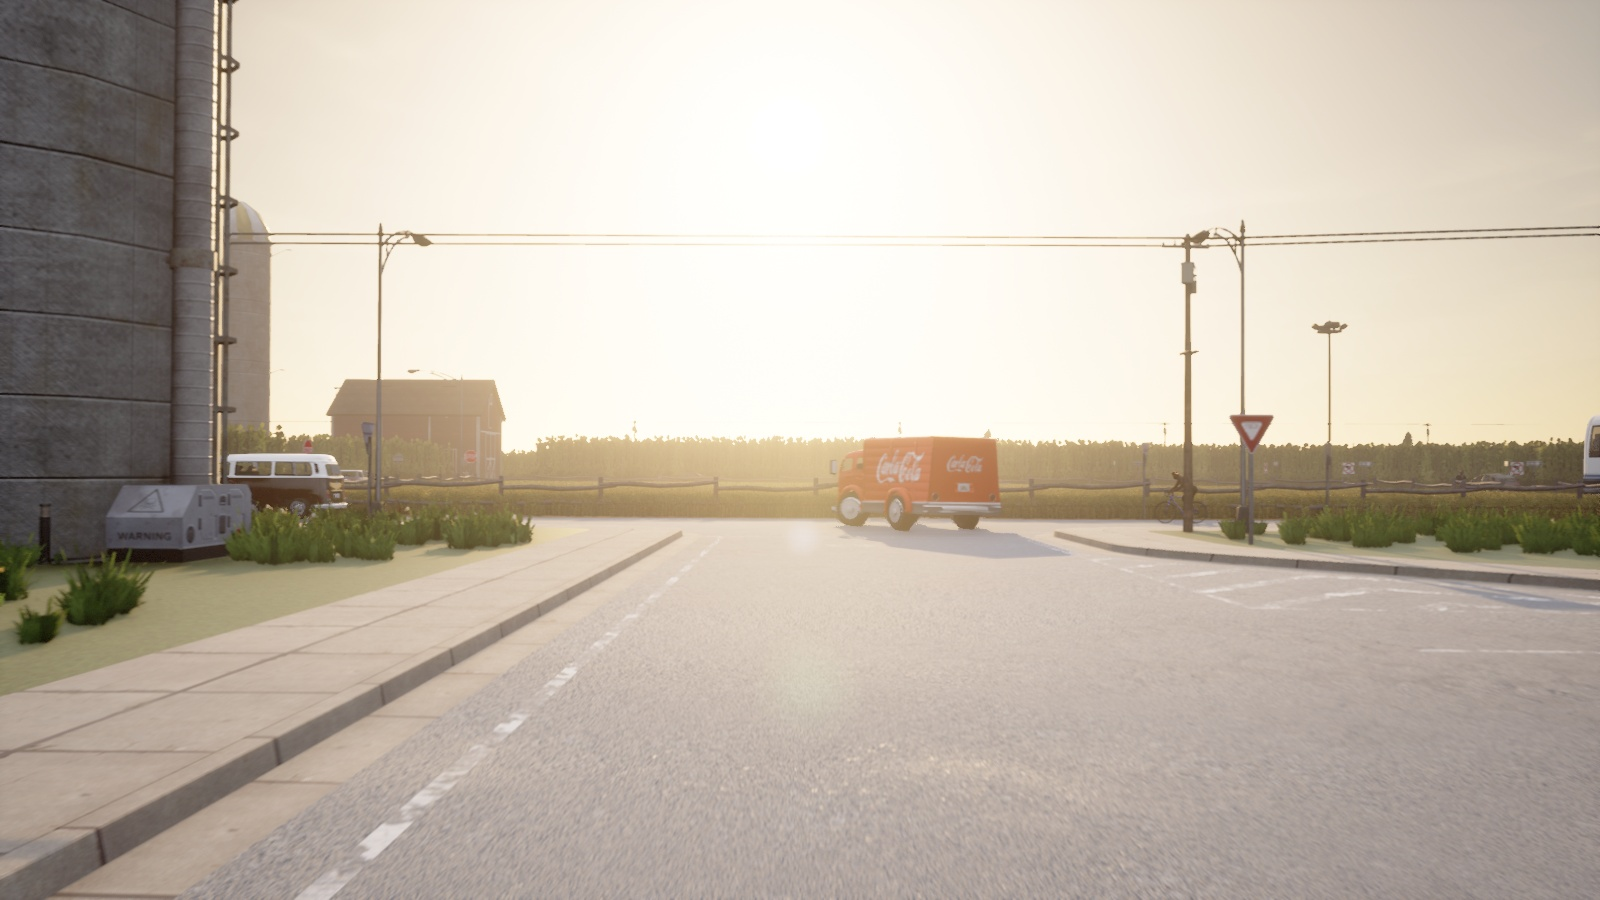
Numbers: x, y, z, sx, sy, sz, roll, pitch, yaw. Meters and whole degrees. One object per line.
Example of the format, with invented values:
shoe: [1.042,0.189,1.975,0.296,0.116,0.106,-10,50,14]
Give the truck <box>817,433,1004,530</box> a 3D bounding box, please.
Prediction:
truck: [2.949,0.890,34.721,2.627,2.467,5.204,2,-2,-30]

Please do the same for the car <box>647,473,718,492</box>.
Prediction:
car: [-8.238,2.288,88.329,4.718,1.301,1.895,0,-1,1]

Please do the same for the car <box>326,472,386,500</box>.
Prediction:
car: [-25.217,2.022,71.452,1.970,1.475,3.806,0,-1,1]

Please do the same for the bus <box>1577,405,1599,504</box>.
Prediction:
bus: [36.310,0.130,50.032,3.944,4.253,10.273,0,-1,-2]

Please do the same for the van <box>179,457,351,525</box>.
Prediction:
van: [-16.664,1.266,39.289,4.480,2.038,2.069,0,-1,1]

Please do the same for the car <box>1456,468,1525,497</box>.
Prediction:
car: [38.946,1.824,70.900,1.789,1.549,3.705,0,-1,-1]

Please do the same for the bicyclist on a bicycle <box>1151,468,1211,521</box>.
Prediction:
bicyclist on a bicycle: [11.800,1.372,38.940,1.656,1.620,0.582,-1,-1,1]
